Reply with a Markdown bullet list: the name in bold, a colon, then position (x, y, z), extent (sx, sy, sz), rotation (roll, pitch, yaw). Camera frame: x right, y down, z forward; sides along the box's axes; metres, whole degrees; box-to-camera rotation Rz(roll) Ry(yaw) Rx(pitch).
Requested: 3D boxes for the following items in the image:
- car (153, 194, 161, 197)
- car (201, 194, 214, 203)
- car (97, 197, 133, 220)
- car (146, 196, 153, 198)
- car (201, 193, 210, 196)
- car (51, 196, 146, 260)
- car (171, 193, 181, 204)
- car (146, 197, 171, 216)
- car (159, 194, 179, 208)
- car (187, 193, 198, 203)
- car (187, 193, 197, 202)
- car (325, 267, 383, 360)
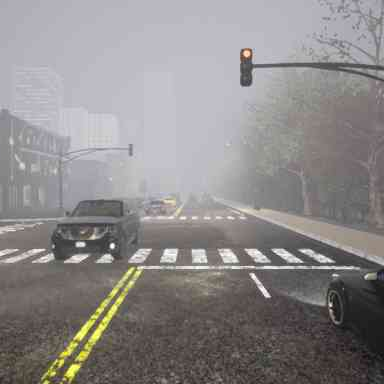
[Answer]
- **car**: position (-6.551, 1.458, 54.907), extent (1.882, 1.535, 5.008), rotation (0, 0, 0)
- **car**: position (3.399, 1.576, 66.895), extent (1.895, 1.301, 4.718), rotation (0, 0, 0)
- **car**: position (-6.579, 1.344, 29.101), extent (2.097, 1.767, 4.553), rotation (0, 0, 0)
- **car**: position (-6.568, 1.338, 42.110), extent (2.097, 1.767, 4.553), rotation (0, 0, 0)
- **car**: position (3.306, 1.195, 76.875), extent (2.150, 2.045, 5.566), rotation (0, 0, 0)
- **car**: position (-3.341, 1.219, 12.734), extent (2.150, 2.045, 5.566), rotation (0, 0, 0)
- **car**: position (-3.245, 1.199, 64.973), extent (2.150, 2.045, 5.566), rotation (0, 0, 1)
- **car**: position (-3.325, 1.517, 32.207), extent (1.812, 1.442, 4.674), rotation (0, 0, 0)
- **car**: position (-3.311, 1.461, 48.088), extent (1.882, 1.535, 5.008), rotation (0, 0, 0)
- **car**: position (0.150, 1.453, 67.934), extent (1.882, 1.535, 5.008), rotation (0, 0, 0)
- **car**: position (0.057, 1.194, 78.127), extent (2.150, 2.045, 5.566), rotation (0, 0, 0)
- **car**: position (3.352, 1.563, 4.257), extent (1.994, 1.385, 4.181), rotation (0, 0, 0)
